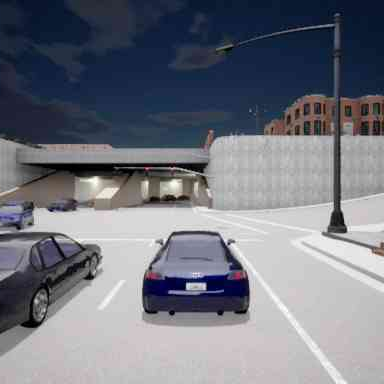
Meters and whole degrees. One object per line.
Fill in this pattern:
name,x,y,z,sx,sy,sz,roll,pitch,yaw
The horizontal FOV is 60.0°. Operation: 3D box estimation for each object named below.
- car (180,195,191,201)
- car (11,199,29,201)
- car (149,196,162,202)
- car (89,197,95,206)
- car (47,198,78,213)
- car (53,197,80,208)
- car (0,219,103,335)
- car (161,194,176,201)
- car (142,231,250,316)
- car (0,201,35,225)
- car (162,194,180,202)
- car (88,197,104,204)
car,-2.119,1.513,84.921,1.812,1.442,4.674,0,0,28
car,-17.803,1.487,34.095,2.128,1.511,4.902,0,0,-5
car,-8.268,1.530,74.834,2.033,1.411,5.357,0,0,6
car,-15.012,1.470,53.123,1.882,1.535,5.008,0,0,-1
car,-14.610,1.542,37.875,2.033,1.411,5.357,0,0,-2
car,-18.422,1.541,49.133,2.033,1.411,5.357,0,0,-1
car,-3.424,1.546,6.917,2.033,1.411,5.357,0,0,0
car,-5.925,1.344,84.884,2.097,1.767,4.553,0,0,24
car,0.078,1.563,7.614,1.994,1.385,4.181,0,0,0
car,-11.071,1.523,20.570,1.812,1.442,4.674,0,0,-13
car,-4.749,1.345,75.126,2.097,1.767,4.553,0,0,6
car,-18.731,1.592,65.067,1.895,1.301,4.718,0,0,-1
